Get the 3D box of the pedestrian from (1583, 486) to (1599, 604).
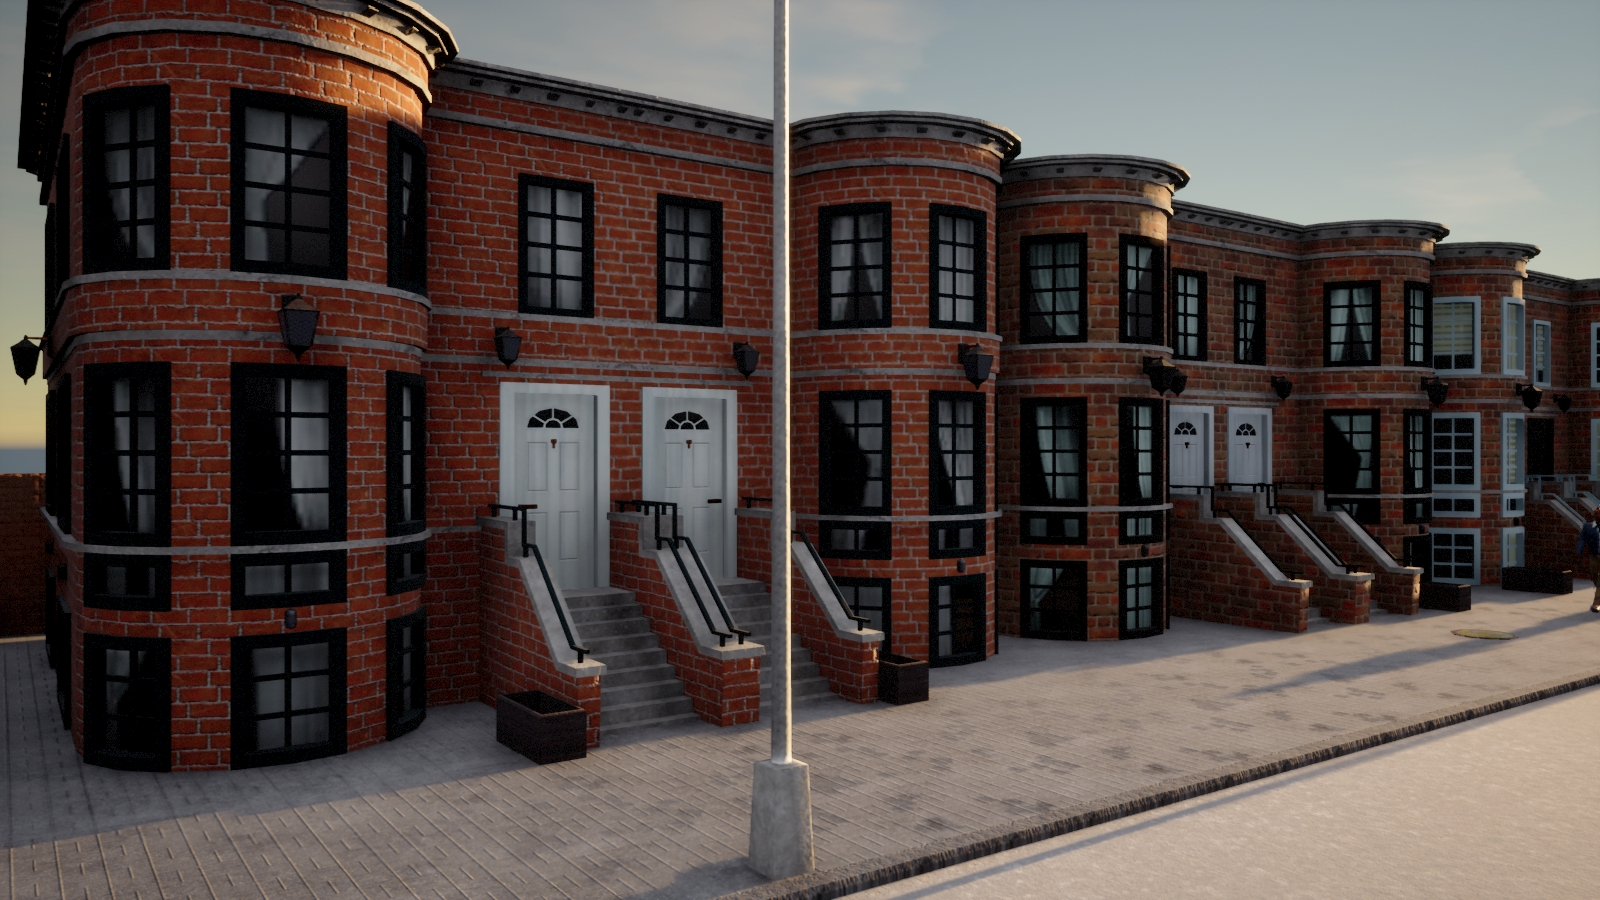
[{"bbox_3d":[12.922,1.526,18.432,0.375,1.860,0.375,0,0,-37],"label":"pedestrian"}]
